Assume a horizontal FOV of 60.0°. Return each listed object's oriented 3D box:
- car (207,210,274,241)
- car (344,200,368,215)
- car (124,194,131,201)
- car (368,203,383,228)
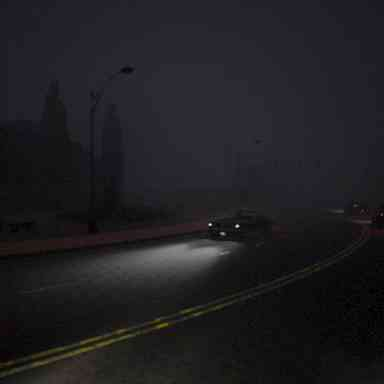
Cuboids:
[{"bbox_3d":[2.658,1.644,17.449,1.895,1.301,4.718,0,0,33],"label":"car"},{"bbox_3d":[16.697,1.521,33.654,2.128,1.511,4.902,0,0,15],"label":"car"},{"bbox_3d":[-18.160,1.737,85.321,1.970,1.475,3.806,0,0,15],"label":"car"},{"bbox_3d":[13.052,1.536,21.907,1.812,1.442,4.674,0,0,23],"label":"car"}]
